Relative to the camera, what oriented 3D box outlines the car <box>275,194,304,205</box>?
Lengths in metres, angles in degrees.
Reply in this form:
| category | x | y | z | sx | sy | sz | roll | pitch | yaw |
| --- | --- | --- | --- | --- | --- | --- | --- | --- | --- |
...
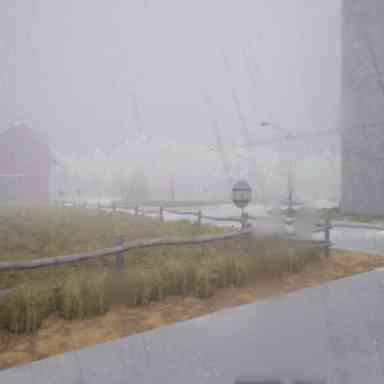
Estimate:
| category | x | y | z | sx | sy | sz | roll | pitch | yaw |
| --- | --- | --- | --- | --- | --- | --- | --- | --- | --- |
| car | 17.003 | 1.564 | 57.089 | 2.242 | 1.667 | 4.611 | 0 | 0 | -36 |

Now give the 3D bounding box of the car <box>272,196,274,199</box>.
| category | x | y | z | sx | sy | sz | roll | pitch | yaw |
| --- | --- | --- | --- | --- | --- | --- | --- | --- | --- |
| car | 20.508 | 1.419 | 76.058 | 1.932 | 1.855 | 4.605 | 0 | 0 | -36 |
